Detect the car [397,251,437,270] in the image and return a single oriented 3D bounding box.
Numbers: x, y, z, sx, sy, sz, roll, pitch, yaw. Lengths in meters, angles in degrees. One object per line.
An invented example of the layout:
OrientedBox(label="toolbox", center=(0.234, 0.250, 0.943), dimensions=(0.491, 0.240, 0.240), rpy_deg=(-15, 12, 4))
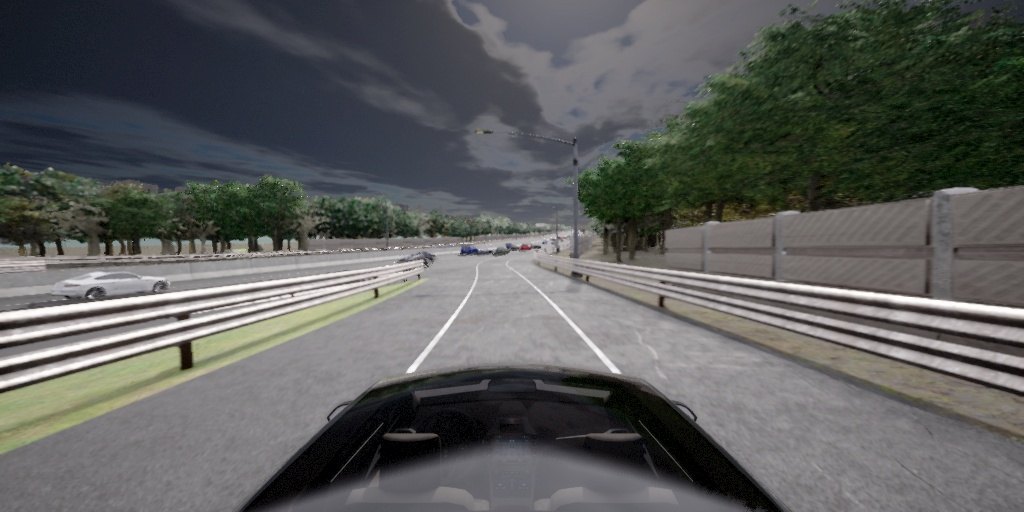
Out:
OrientedBox(label="car", center=(-10.465, 0.639, 38.725), dimensions=(2.128, 1.511, 4.902), rpy_deg=(0, 3, 15))

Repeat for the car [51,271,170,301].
OrientedBox(label="car", center=(-22.468, 1.557, 20.353), dimensions=(1.812, 1.442, 4.674), rpy_deg=(0, 2, 14))

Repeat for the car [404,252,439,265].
OrientedBox(label="car", center=(-11.834, 0.306, 47.302), dimensions=(2.033, 1.411, 5.357), rpy_deg=(0, 3, 15))
